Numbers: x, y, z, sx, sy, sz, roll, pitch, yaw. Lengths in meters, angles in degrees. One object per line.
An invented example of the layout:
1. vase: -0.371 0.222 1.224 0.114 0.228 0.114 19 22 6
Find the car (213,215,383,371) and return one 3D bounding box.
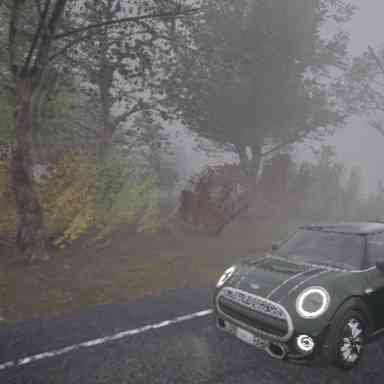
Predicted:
1. car: 2.545 1.349 5.808 4.553 1.767 2.097 0 0 -35
